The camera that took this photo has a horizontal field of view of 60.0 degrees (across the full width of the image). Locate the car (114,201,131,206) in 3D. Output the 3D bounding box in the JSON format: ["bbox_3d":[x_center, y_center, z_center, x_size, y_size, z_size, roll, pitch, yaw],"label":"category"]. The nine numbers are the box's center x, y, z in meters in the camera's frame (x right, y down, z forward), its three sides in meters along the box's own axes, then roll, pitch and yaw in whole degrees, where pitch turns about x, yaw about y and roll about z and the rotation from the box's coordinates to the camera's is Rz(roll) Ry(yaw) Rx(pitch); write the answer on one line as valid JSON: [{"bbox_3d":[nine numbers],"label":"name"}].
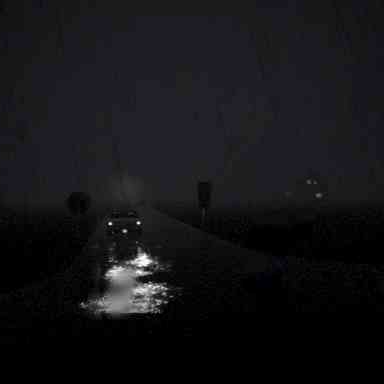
[{"bbox_3d":[-6.171,1.753,29.411,1.812,1.442,4.674,0,-1,-11],"label":"car"}]

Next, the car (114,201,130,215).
[{"bbox_3d":[-8.224,1.840,39.359,1.812,1.442,4.674,0,0,-11],"label":"car"}]

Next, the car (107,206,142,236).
[{"bbox_3d":[-3.999,1.745,19.523,1.895,1.301,4.718,0,0,-13],"label":"car"}]

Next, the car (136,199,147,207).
[{"bbox_3d":[-9.281,2.031,60.960,2.033,1.411,5.357,0,0,-10],"label":"car"}]
